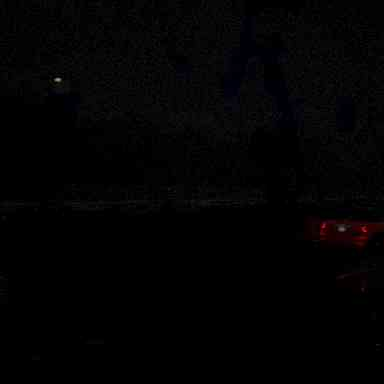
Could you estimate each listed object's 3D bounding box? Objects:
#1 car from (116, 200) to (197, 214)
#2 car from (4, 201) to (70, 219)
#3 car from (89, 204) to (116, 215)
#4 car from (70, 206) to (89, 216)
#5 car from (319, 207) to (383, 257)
[{"bbox_3d":[-1.808,1.358,19.891,4.553,1.767,2.097,0,0,-35],"label":"car"},{"bbox_3d":[-11.717,1.509,25.723,4.892,1.490,1.837,0,0,-35],"label":"car"},{"bbox_3d":[-3.866,1.553,22.723,5.357,1.411,2.033,0,0,-36],"label":"car"},{"bbox_3d":[-6.379,1.606,25.231,4.718,1.301,1.895,0,0,-35],"label":"car"},{"bbox_3d":[7.149,1.358,13.263,4.553,1.767,2.097,0,0,-35],"label":"car"}]
